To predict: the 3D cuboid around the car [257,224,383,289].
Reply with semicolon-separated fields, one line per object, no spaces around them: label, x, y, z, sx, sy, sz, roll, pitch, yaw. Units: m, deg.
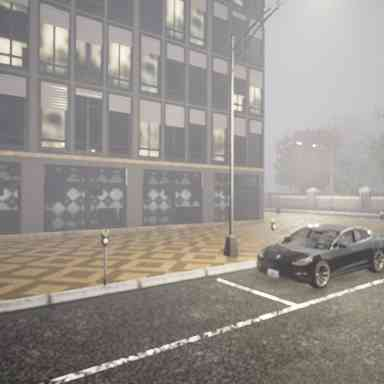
car;3.740;1.602;9.303;4.313;1.339;1.947;0;0;-35
